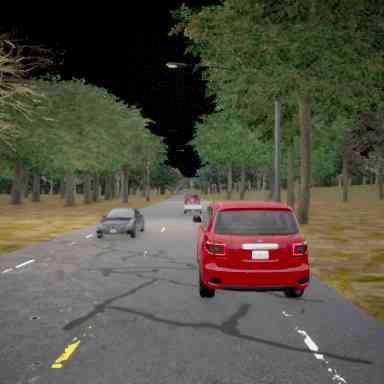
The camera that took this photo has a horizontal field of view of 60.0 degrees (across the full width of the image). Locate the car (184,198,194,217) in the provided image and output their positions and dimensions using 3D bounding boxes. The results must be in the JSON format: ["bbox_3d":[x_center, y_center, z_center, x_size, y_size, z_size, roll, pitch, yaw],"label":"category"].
[{"bbox_3d":[0.104,1.590,35.867,1.895,1.301,4.718,0,0,0],"label":"car"}]

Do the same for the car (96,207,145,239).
[{"bbox_3d":[-3.581,1.528,17.456,1.812,1.442,4.674,0,0,0],"label":"car"}]

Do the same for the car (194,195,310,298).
[{"bbox_3d":[1.235,1.226,8.679,2.150,2.045,5.566,0,0,0],"label":"car"}]

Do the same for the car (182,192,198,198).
[{"bbox_3d":[0.064,1.190,45.832,2.150,2.045,5.566,0,0,0],"label":"car"}]
